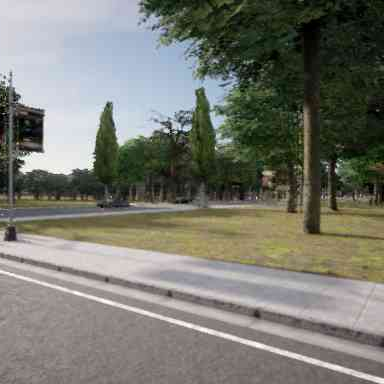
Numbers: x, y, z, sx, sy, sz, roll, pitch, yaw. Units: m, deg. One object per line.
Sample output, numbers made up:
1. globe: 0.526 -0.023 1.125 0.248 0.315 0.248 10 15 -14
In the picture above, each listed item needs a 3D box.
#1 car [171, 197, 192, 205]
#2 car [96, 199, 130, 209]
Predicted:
1. car: -2.061 1.642 63.263 1.882 1.535 5.008 0 -1 35
2. car: -11.667 1.782 49.699 2.033 1.411 5.357 0 0 35
